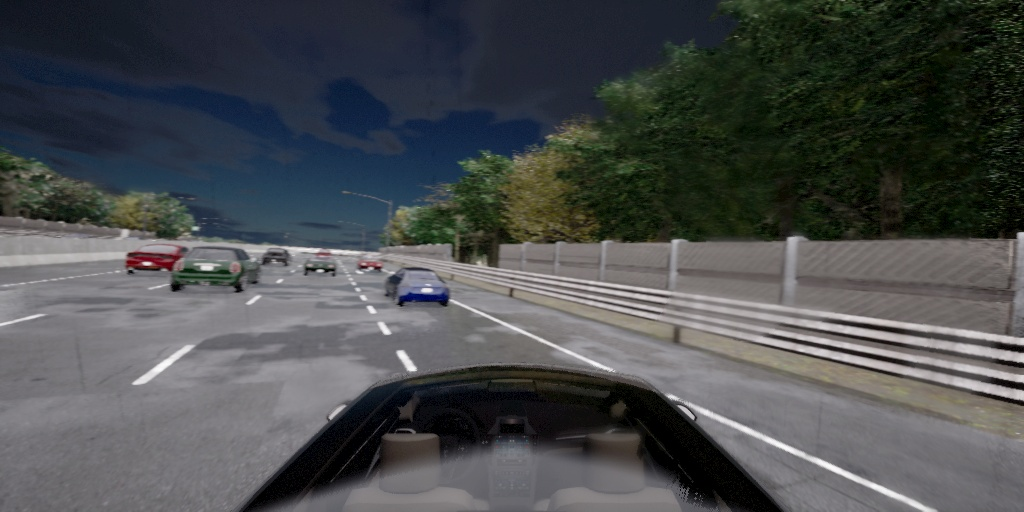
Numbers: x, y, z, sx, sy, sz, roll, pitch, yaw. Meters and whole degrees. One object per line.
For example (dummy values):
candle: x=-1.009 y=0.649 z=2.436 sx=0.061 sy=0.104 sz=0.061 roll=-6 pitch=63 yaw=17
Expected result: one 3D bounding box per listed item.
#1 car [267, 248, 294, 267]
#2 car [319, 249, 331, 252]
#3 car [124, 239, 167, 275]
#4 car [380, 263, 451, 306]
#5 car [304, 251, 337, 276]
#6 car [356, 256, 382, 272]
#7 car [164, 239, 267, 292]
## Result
car: x=-19.996 y=0.049 z=30.683 sx=1.837 sy=1.490 sz=4.892 roll=4 pitch=0 yaw=-27
car: x=-23.683 y=-0.109 z=45.340 sx=1.882 sy=1.535 sz=5.008 roll=4 pitch=-1 yaw=-27
car: x=-17.686 y=0.119 z=18.497 sx=1.882 sy=1.535 sz=5.008 roll=4 pitch=0 yaw=-27
car: x=-3.948 y=1.142 z=14.638 sx=1.994 sy=1.385 sz=4.181 roll=4 pitch=0 yaw=-27
car: x=-13.126 y=0.598 z=24.686 sx=1.895 sy=1.301 sz=4.718 roll=4 pitch=0 yaw=-27
car: x=-12.583 y=0.671 z=31.528 sx=1.895 sy=1.301 sz=4.718 roll=4 pitch=0 yaw=-27
car: x=-11.760 y=0.385 z=14.599 sx=2.097 sy=1.767 sz=4.553 roll=4 pitch=0 yaw=-27
